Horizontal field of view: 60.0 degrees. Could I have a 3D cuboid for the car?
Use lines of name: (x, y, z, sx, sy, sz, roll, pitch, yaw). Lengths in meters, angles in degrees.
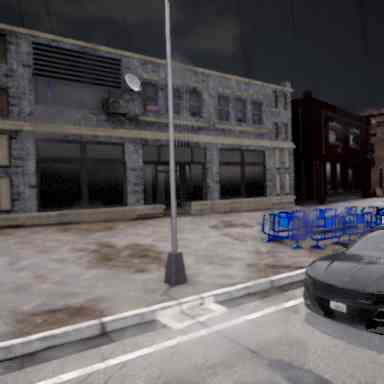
car: (4.186, 1.372, 6.350, 5.008, 1.535, 1.882, -1, 1, -35)
